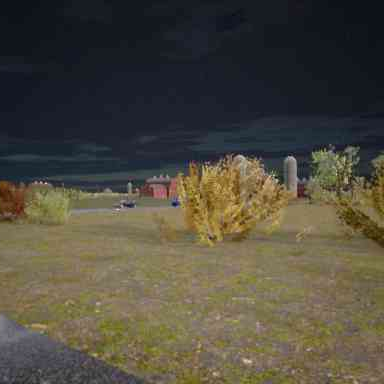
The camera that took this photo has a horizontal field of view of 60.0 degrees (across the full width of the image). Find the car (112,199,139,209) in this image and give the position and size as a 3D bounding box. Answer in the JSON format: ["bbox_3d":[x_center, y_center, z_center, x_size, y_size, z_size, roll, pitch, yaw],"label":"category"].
[{"bbox_3d":[-10.797,1.954,54.026,1.837,1.490,4.892,-1,-1,36],"label":"car"}]

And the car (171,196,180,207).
[{"bbox_3d":[-1.454,1.733,60.813,2.150,2.045,5.566,-1,-1,36],"label":"car"}]
